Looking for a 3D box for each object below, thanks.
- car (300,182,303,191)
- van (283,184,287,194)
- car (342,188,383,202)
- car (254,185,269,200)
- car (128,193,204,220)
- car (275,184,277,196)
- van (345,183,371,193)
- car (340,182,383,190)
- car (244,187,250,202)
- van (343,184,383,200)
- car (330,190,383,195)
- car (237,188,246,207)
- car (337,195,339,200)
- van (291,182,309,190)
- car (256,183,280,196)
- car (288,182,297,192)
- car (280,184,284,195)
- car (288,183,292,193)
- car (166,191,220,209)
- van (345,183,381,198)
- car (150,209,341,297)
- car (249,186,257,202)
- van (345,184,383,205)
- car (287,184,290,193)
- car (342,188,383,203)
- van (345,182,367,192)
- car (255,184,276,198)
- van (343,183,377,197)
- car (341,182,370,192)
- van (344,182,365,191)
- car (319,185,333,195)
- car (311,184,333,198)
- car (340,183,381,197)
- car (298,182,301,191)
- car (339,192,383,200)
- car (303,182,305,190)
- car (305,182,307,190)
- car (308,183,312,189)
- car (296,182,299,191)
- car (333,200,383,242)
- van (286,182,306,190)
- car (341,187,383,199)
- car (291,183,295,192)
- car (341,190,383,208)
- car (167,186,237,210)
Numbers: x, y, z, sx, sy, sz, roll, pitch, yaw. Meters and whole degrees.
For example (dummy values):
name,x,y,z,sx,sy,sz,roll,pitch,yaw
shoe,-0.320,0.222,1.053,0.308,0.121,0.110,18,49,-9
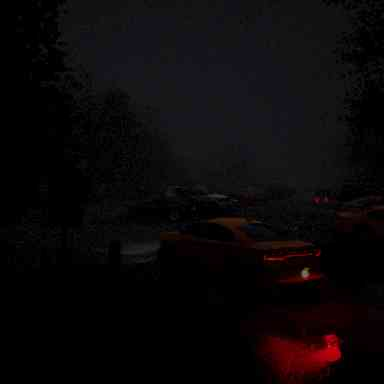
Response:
name,x,y,z,sx,sy,sz,roll,pitch,yaw
car,19.889,-0.796,70.020,5.366,1.575,1.946,1,2,25
van,12.049,-0.416,52.238,4.442,1.987,1.878,1,2,25
car,20.354,0.305,39.216,4.792,1.488,2.163,1,2,25
car,6.033,0.263,39.887,5.366,1.575,1.946,1,3,25
car,-1.990,1.067,22.072,4.792,1.488,2.163,1,3,25
car,8.459,0.073,44.733,4.892,1.521,2.231,1,3,25
van,32.053,-0.814,64.438,4.442,1.987,1.878,1,2,25
car,15.729,0.442,29.150,5.566,2.045,2.435,1,3,25
car,2.679,0.601,32.137,4.892,1.521,2.231,1,3,25
van,21.379,-0.043,41.763,4.442,1.987,1.878,1,2,24
car,13.222,0.905,24.222,5.366,1.575,1.946,1,3,25
car,1.682,0.709,29.542,5.366,1.575,1.946,1,3,25
car,11.051,1.159,19.128,4.792,1.488,2.163,1,3,25
van,29.218,-1.627,90.140,4.442,1.987,1.878,1,1,25
car,9.654,-0.144,47.237,4.553,1.767,2.185,1,2,25
car,16.411,-0.540,62.457,5.366,1.575,1.946,1,2,25
car,10.810,-0.077,49.762,4.792,1.488,2.163,1,2,25
car,14.234,-0.334,57.350,4.792,1.488,2.163,1,2,25
car,-0.800,0.929,24.577,5.008,1.535,2.097,1,3,25
van,23.903,-0.213,46.714,4.442,1.987,1.878,1,2,25
car,0.886,1.394,8.462,1.882,1.535,5.008,2,-1,-31
car,3.664,0.485,34.737,5.366,1.575,1.946,1,3,25
van,18.174,0.247,34.256,4.442,1.987,1.878,1,3,25
car,13.075,-0.249,54.829,4.792,1.488,2.163,1,2,25
car,19.252,0.398,36.819,4.792,1.488,2.163,1,3,25
van,36.680,-1.155,74.501,4.442,1.987,1.878,1,2,25
car,7.477,0.170,42.141,5.366,1.575,1.946,1,3,25
van,24.848,-0.302,49.327,4.442,1.987,1.878,1,2,25
car,35.391,-1.097,72.044,5.566,2.045,2.435,1,2,25
van,38.785,-1.329,79.636,4.442,1.987,1.878,1,2,25
car,22.855,-0.329,56.543,1.882,1.535,5.008,1,2,25
car,18.554,0.002,47.193,2.128,1.511,4.902,1,2,25
car,26.085,-0.412,51.805,5.566,2.045,2.435,1,2,25
car,18.892,-0.704,67.424,4.892,1.521,2.231,1,2,25
car,10.001,1.109,16.695,4.553,1.767,2.185,1,3,25
car,22.347,-1.087,74.993,4.553,1.767,2.185,1,2,25
car,23.530,-1.047,77.508,5.008,1.535,2.097,1,2,25
car,27.039,-1.554,85.049,5.566,2.045,2.435,1,2,25
car,17.744,-0.619,64.898,4.892,1.521,2.231,1,2,25
car,8.811,1.343,14.199,5.008,1.535,2.097,1,3,25
van,25.748,-1.445,82.589,4.442,1.987,1.878,1,2,25
car,22.645,0.096,44.253,5.008,1.535,2.097,1,2,25
car,15.394,-0.420,59.871,4.792,1.488,2.163,1,2,25
car,16.835,0.612,31.700,4.792,1.488,2.163,1,3,25
car,0.380,0.568,27.076,5.566,2.045,2.435,1,3,25
